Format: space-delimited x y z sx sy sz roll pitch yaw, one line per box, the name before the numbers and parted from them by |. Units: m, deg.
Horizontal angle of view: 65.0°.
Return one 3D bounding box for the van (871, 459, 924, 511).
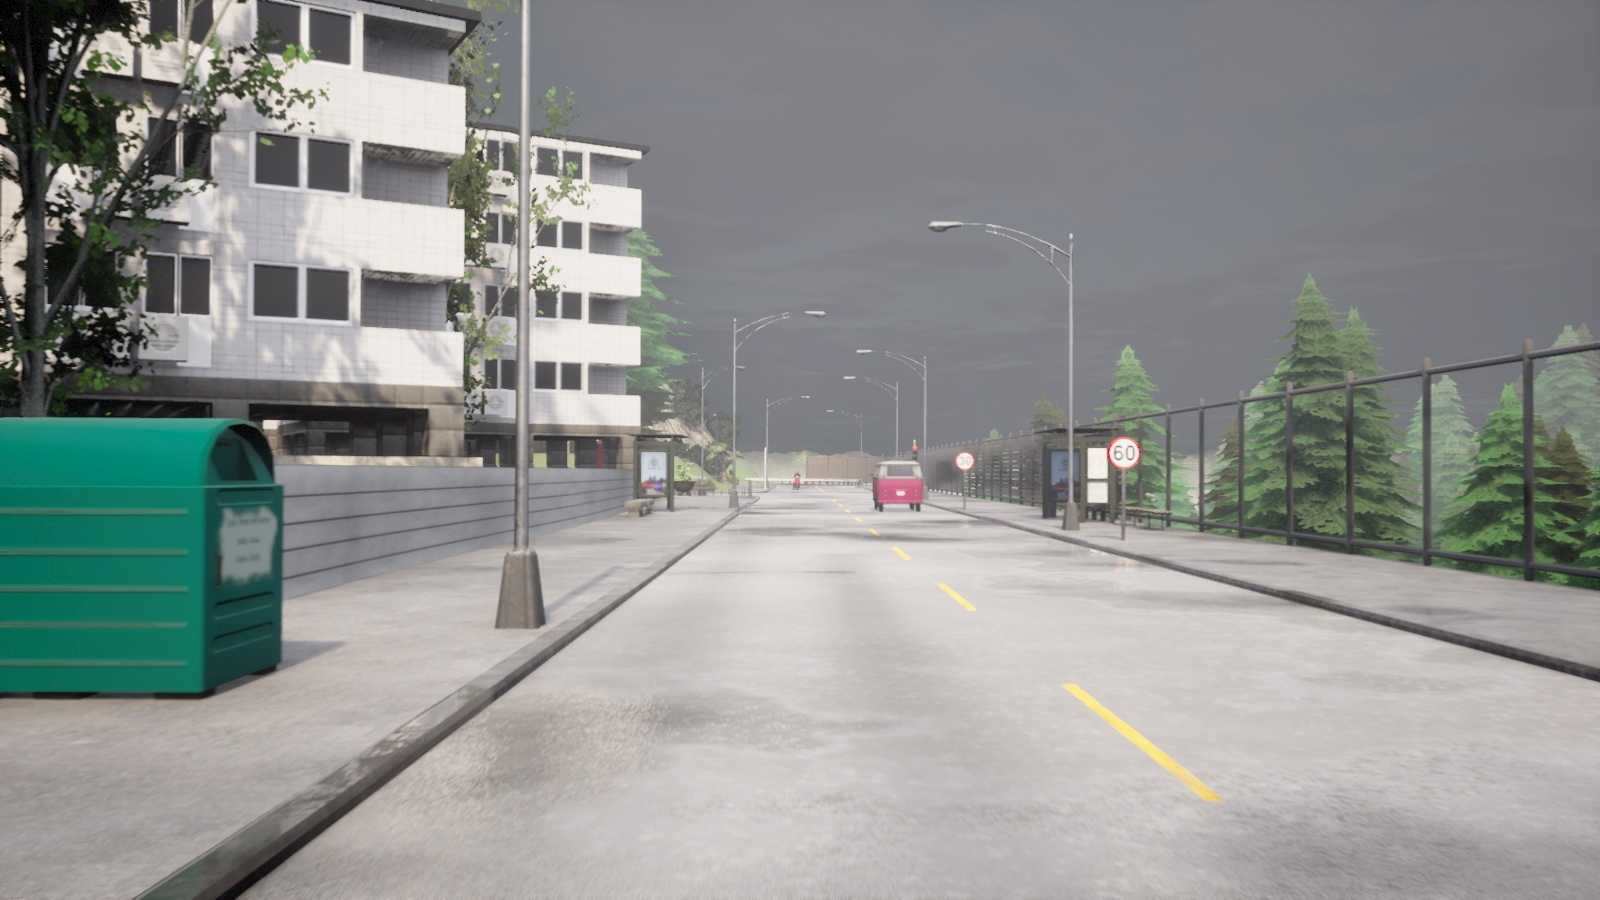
van | 3.867 1.395 50.389 1.775 1.987 4.442 0 -1 0
